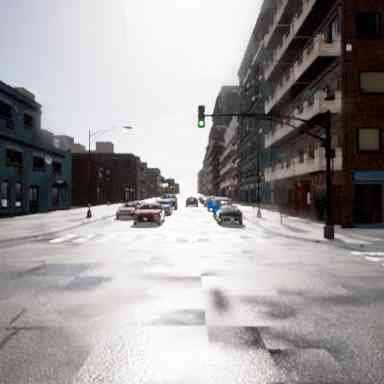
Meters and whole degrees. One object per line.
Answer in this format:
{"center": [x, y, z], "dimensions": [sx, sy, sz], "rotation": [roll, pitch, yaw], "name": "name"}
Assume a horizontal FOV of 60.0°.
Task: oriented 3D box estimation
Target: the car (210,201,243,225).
{"center": [2.701, 1.613, 24.566], "dimensions": [2.008, 1.369, 4.403], "rotation": [1, 0, 0], "name": "car"}

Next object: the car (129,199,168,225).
{"center": [-3.089, 1.540, 24.620], "dimensions": [1.882, 1.535, 5.008], "rotation": [0, 0, 0], "name": "car"}

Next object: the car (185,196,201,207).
{"center": [0.000, 1.476, 54.437], "dimensions": [2.097, 1.767, 4.553], "rotation": [0, 0, 0], "name": "car"}

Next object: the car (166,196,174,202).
{"center": [-5.678, 1.733, 85.912], "dimensions": [1.947, 1.339, 4.313], "rotation": [1, 0, 0], "name": "car"}

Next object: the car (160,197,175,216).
{"center": [-3.087, 1.563, 34.533], "dimensions": [1.882, 1.535, 5.008], "rotation": [0, 0, 0], "name": "car"}

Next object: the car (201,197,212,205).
{"center": [2.702, 1.705, 63.630], "dimensions": [1.947, 1.339, 4.313], "rotation": [1, 0, 0], "name": "car"}

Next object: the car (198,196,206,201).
{"center": [2.702, 1.723, 91.535], "dimensions": [2.008, 1.369, 4.403], "rotation": [1, 0, 0], "name": "car"}

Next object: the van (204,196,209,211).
{"center": [2.704, 1.441, 41.308], "dimensions": [1.690, 1.788, 3.998], "rotation": [1, 0, 0], "name": "van"}

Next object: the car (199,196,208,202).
{"center": [2.702, 1.705, 80.373], "dimensions": [1.887, 1.381, 4.507], "rotation": [1, 0, 0], "name": "car"}

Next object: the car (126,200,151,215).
{"center": [-5.679, 1.632, 35.691], "dimensions": [1.887, 1.381, 4.507], "rotation": [1, 0, 0], "name": "car"}

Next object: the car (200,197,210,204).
{"center": [2.702, 1.713, 69.211], "dimensions": [1.947, 1.339, 4.313], "rotation": [1, 0, 0], "name": "car"}

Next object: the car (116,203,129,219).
{"center": [-5.680, 1.657, 30.110], "dimensions": [1.802, 1.307, 4.206], "rotation": [1, 0, 0], "name": "car"}

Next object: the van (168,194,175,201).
{"center": [-5.674, 1.514, 91.493], "dimensions": [1.690, 1.788, 3.998], "rotation": [1, 0, 0], "name": "van"}

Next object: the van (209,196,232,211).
{"center": [2.704, 1.416, 30.145], "dimensions": [1.690, 1.788, 3.998], "rotation": [1, 0, 0], "name": "van"}

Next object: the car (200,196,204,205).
{"center": [2.702, 1.647, 52.638], "dimensions": [1.752, 1.417, 4.829], "rotation": [1, 0, 0], "name": "car"}

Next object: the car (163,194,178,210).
{"center": [-3.085, 1.329, 45.218], "dimensions": [2.150, 2.045, 5.566], "rotation": [0, 0, 0], "name": "car"}
